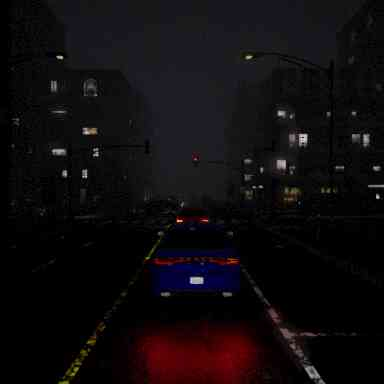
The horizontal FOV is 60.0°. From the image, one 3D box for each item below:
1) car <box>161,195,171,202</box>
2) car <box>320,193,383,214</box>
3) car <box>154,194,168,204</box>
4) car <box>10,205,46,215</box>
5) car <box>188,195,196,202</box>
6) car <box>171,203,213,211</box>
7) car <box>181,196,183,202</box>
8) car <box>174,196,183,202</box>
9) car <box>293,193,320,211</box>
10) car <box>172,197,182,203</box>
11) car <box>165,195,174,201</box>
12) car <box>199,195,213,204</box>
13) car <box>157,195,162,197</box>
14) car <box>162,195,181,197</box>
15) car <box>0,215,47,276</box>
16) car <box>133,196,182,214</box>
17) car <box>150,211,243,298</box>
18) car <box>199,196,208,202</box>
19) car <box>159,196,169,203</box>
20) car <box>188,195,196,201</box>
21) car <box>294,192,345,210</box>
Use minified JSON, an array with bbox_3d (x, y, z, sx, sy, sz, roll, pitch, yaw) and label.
[{"bbox_3d":[-5.767,1.470,74.549,1.967,1.590,4.097,0,0,0],"label":"car"},{"bbox_3d":[14.664,1.029,29.778,5.009,1.841,2.192,-1,1,-1],"label":"car"},{"bbox_3d":[-5.756,1.336,63.184,2.192,1.841,5.009,0,0,0],"label":"car"},{"bbox_3d":[-16.708,1.888,32.080,4.718,1.301,1.895,-1,0,-1],"label":"car"},{"bbox_3d":[-0.081,1.513,80.399,1.882,1.535,5.008,0,0,0],"label":"car"},{"bbox_3d":[0.080,1.526,17.931,1.812,1.442,4.674,0,0,1],"label":"car"},{"bbox_3d":[-3.139,1.370,58.672,2.097,1.767,4.553,0,0,0],"label":"car"},{"bbox_3d":[-3.082,1.621,78.519,1.895,1.301,4.718,0,0,0],"label":"car"},{"bbox_3d":[13.267,1.080,35.605,4.553,1.767,2.097,-1,0,0],"label":"car"},{"bbox_3d":[-3.081,1.626,68.180,1.895,1.301,4.718,0,0,0],"label":"car"},{"bbox_3d":[-5.779,1.480,85.915,1.967,1.590,4.097,0,0,0],"label":"car"},{"bbox_3d":[2.630,1.458,57.512,1.967,1.590,4.097,0,0,0],"label":"car"},{"bbox_3d":[-5.743,1.580,51.819,1.947,1.339,4.313,0,0,0],"label":"car"},{"bbox_3d":[-3.130,1.560,49.190,2.033,1.411,5.357,0,0,-1],"label":"car"},{"bbox_3d":[-5.750,1.582,9.796,1.802,1.307,4.206,0,0,0],"label":"car"},{"bbox_3d":[-3.800,1.548,35.406,4.892,1.490,1.837,-1,0,-1],"label":"car"},{"bbox_3d":[0.094,1.477,8.590,1.882,1.535,5.008,0,0,0],"label":"car"},{"bbox_3d":[2.614,1.612,74.560,1.802,1.307,4.206,0,0,0],"label":"car"},{"bbox_3d":[-5.761,1.551,68.697,1.752,1.417,4.829,0,0,0],"label":"car"},{"bbox_3d":[-0.092,1.570,90.509,2.128,1.511,4.902,0,0,0],"label":"car"},{"bbox_3d":[14.521,1.015,38.156,5.009,1.841,2.192,-1,1,-1],"label":"car"}]
